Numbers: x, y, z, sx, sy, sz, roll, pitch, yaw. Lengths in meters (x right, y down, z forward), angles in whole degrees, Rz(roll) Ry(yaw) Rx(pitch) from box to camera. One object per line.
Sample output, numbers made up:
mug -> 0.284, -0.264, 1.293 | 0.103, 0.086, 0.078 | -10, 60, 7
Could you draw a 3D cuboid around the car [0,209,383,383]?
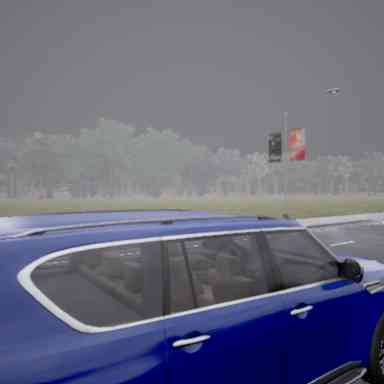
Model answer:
car -> 0.243, 1.210, 3.612 | 5.566, 2.045, 2.150 | 0, 0, -36
